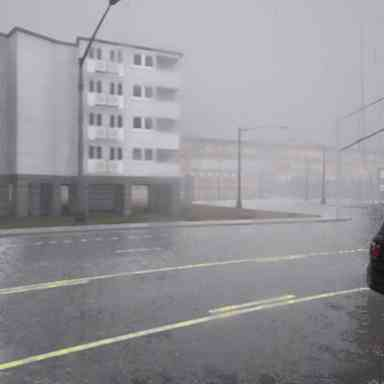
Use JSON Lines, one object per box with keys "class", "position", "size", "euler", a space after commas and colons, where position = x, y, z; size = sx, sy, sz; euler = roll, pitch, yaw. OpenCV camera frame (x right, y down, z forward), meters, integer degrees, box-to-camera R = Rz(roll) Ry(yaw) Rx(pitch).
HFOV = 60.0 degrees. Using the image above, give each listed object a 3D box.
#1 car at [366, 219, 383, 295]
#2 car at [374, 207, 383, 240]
{"class": "car", "position": [5.961, 1.223, 6.424], "size": [5.566, 2.045, 2.150], "euler": [0, 0, -24]}
{"class": "car", "position": [11.699, 1.517, 16.467], "size": [5.008, 1.535, 1.882], "euler": [0, 0, -21]}
